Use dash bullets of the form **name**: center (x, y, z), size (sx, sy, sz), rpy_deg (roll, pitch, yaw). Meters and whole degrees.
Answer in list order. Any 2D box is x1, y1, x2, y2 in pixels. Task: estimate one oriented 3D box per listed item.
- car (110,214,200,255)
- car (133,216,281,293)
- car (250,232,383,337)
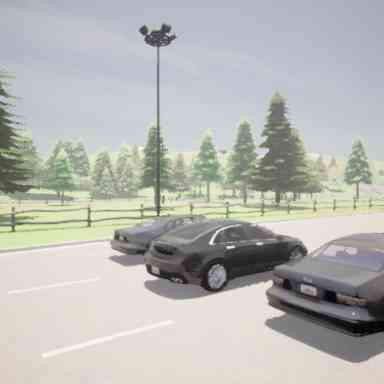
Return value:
- **car**: center (-0.226, 1.532, 12.227), size (5.357, 1.411, 2.033), rpy_deg (0, 0, -35)
- **car**: center (1.122, 1.491, 8.904), size (4.892, 1.490, 1.837), rpy_deg (0, 0, -37)
- **car**: center (3.829, 1.532, 6.522), size (5.357, 1.411, 2.033), rpy_deg (0, 0, -35)
